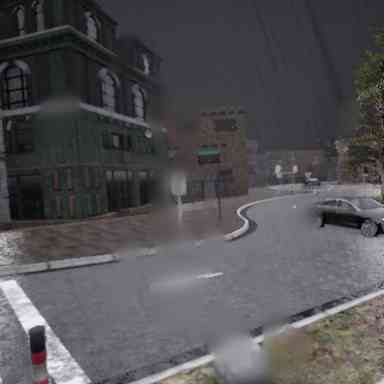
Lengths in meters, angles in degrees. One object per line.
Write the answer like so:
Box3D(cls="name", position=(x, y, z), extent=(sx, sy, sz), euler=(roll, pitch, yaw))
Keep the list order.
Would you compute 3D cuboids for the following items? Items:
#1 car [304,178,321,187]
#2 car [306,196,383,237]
Box3D(cls="car", position=(20.825, -1.642, 57.735), extent=(1.882, 1.535, 5.008), euler=(-3, 2, 4))
Box3D(cls="car", position=(7.278, 0.962, 14.932), extent=(2.128, 1.511, 4.902), euler=(-4, 3, -22))
